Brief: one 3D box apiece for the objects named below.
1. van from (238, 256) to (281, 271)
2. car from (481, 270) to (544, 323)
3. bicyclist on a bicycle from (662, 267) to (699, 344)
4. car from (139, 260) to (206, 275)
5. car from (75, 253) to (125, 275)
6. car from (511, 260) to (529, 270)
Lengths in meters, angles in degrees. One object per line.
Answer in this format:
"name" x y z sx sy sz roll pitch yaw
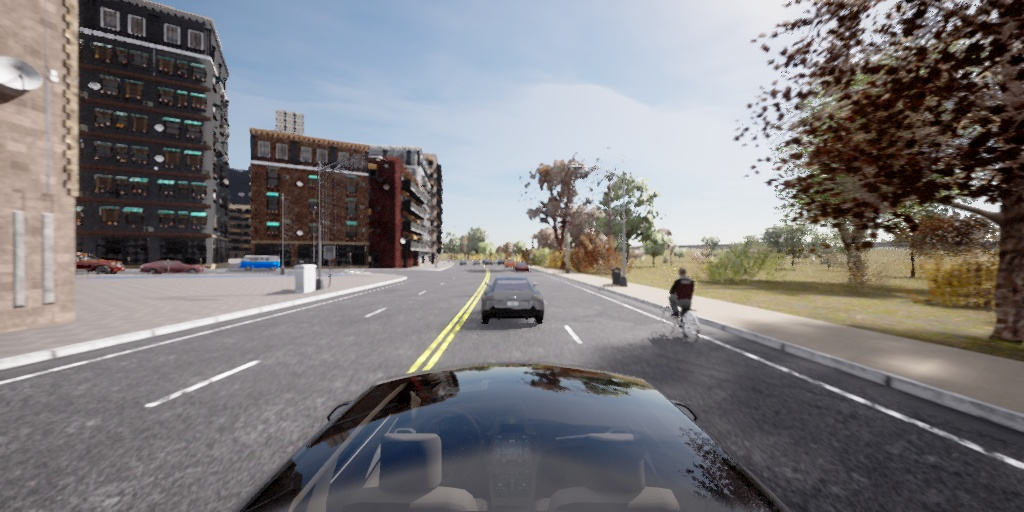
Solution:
"van" -28.860 0.861 41.226 3.998 1.789 1.690 0 0 -32
"car" -0.006 1.372 12.495 1.994 1.385 4.181 0 0 -1
"bicyclist on a bicycle" 4.092 1.158 8.813 0.659 1.776 1.843 0 0 0
"car" -29.292 1.028 31.080 4.207 1.307 1.802 0 0 -32
"car" -34.072 0.660 28.101 5.009 1.841 2.192 0 0 -32
"car" 1.366 1.576 54.028 1.994 1.385 4.181 0 0 -4
